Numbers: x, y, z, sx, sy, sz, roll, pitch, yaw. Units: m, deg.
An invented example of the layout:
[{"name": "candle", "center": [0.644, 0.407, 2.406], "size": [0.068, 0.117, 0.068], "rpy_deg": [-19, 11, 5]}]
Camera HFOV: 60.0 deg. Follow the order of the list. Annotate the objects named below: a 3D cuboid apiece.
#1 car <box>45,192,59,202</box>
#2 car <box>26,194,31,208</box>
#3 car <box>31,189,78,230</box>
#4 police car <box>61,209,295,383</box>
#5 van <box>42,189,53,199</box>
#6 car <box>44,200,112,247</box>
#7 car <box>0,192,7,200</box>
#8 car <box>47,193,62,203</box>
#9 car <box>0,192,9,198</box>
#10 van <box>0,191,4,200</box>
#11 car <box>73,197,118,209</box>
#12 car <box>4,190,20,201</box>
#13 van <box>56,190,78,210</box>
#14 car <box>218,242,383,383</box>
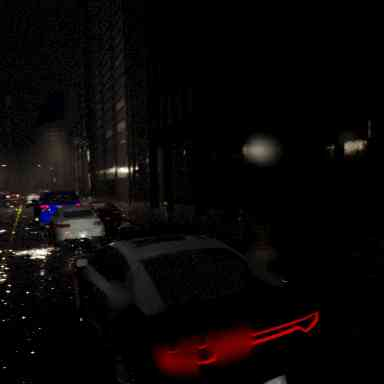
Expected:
[{"name": "car", "center": [-22.800, 0.766, 54.048], "size": [1.802, 1.307, 4.206], "rpy_deg": [-3, 2, -26]}, {"name": "car", "center": [-17.757, 1.085, 37.775], "size": [1.895, 1.301, 4.718], "rpy_deg": [-3, 2, -26]}, {"name": "car", "center": [-7.748, 0.914, 19.078], "size": [2.150, 2.045, 5.566], "rpy_deg": [-3, 2, -28]}, {"name": "police car", "center": [-0.540, 1.287, 4.901], "size": [1.930, 1.638, 5.238], "rpy_deg": [-3, 2, -27]}, {"name": "van", "center": [-27.826, 0.400, 64.144], "size": [1.690, 1.788, 3.998], "rpy_deg": [-3, 2, -26]}, {"name": "car", "center": [-4.888, 1.276, 13.795], "size": [1.812, 1.442, 4.674], "rpy_deg": [-3, 2, -26]}, {"name": "car", "center": [-40.465, 0.833, 70.466], "size": [1.887, 1.381, 4.507], "rpy_deg": [-3, 2, -26]}, {"name": "car", "center": [-20.291, 0.829, 48.996], "size": [1.802, 1.307, 4.206], "rpy_deg": [-3, 2, -26]}, {"name": "car", "center": [-45.482, 0.728, 80.570], "size": [1.947, 1.339, 4.313], "rpy_deg": [-3, 2, -26]}, {"name": "van", "center": [-37.964, 0.693, 65.408], "size": [1.690, 1.788, 3.998], "rpy_deg": [-3, 2, -26]}, {"name": "car", "center": [-5.241, 1.166, 18.684], "size": [1.887, 1.381, 4.507], "rpy_deg": [-3, 2, -26]}, {"name": "car", "center": [-32.592, 0.661, 60.808], "size": [2.097, 1.767, 4.553], "rpy_deg": [-3, 2, -26]}, {"name": "van", "center": [-12.774, 0.776, 33.834], "size": [1.690, 1.788, 3.998], "rpy_deg": [-3, 2, -26]}, {"name": "car", "center": [2.286, 1.375, 3.530], "size": [1.947, 1.339, 4.313], "rpy_deg": [-3, 2, -26]}]
